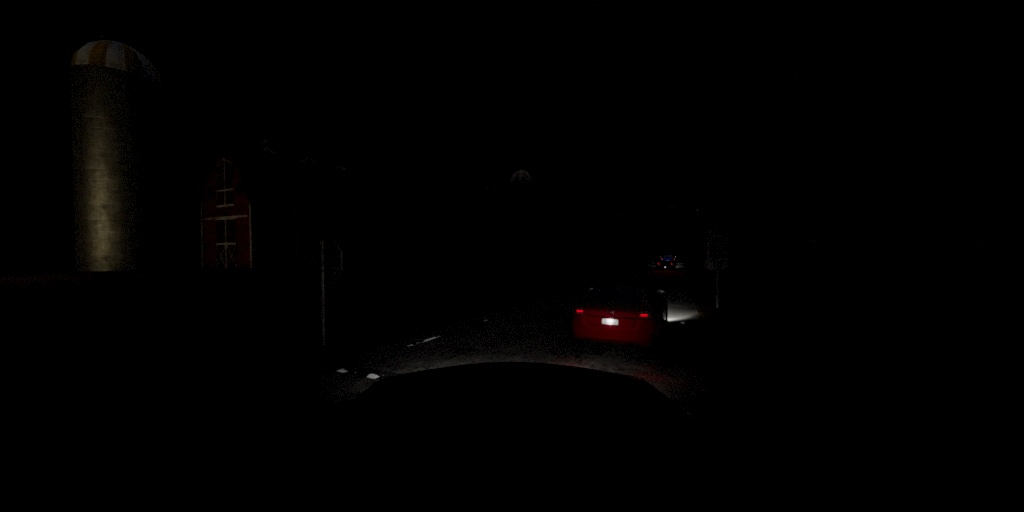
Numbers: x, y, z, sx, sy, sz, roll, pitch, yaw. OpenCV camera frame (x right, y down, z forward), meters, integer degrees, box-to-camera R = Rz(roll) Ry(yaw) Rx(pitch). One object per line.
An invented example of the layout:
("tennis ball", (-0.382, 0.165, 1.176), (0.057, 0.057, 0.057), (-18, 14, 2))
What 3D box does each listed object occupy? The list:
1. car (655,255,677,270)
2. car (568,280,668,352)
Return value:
("car", (16.370, 0.781, 38.094), (1.895, 1.301, 4.718), (0, 1, 25))
("car", (2.847, 1.305, 9.141), (1.994, 1.385, 4.181), (0, 0, 25))
